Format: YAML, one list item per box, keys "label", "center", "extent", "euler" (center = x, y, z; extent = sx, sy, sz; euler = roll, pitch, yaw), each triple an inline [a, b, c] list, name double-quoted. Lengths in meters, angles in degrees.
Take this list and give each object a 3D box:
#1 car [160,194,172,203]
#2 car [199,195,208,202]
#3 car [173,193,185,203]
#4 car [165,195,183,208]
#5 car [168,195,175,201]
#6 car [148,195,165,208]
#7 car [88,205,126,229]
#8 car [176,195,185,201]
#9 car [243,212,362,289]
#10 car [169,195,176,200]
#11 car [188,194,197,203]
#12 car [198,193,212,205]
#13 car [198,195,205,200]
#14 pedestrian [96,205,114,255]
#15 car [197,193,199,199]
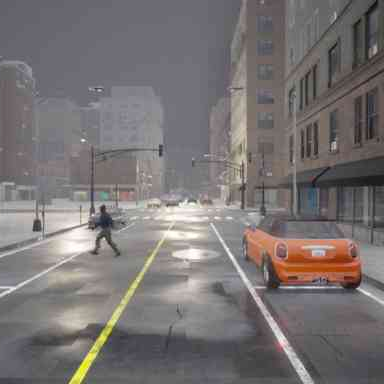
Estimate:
- label: "car"
  center: [-5.408, 1.320, 70.997]
  extent: [2.192, 1.841, 5.009]
  euler: [0, 0, 0]
- label: "car"
  center: [2.615, 1.531, 76.831]
  extent: [1.752, 1.417, 4.829]
  euler: [0, 0, 0]
- label: "car"
  center: [-2.794, 1.529, 66.170]
  extent: [1.812, 1.442, 4.674]
  euler: [0, 0, 0]
- label: "car"
  center: [-2.861, 1.549, 49.229]
  extent: [2.033, 1.411, 5.357]
  euler: [0, 0, 0]
- label: "car"
  center: [-5.413, 1.589, 87.983]
  extent: [1.802, 1.307, 4.206]
  euler: [0, 0, 0]
- label: "car"
  center: [-5.401, 1.527, 48.179]
  extent: [1.752, 1.417, 4.829]
  euler: [0, 0, 0]
- label: "car"
  center: [-5.394, 1.551, 21.504]
  extent: [2.008, 1.369, 4.403]
  euler: [0, 0, 0]
- label: "car"
  center: [-2.774, 1.520, 81.204]
  extent: [2.033, 1.411, 5.357]
  euler: [0, 0, 0]
- label: "car"
  center: [2.747, 1.351, 9.352]
  extent: [2.097, 1.767, 4.553]
  euler: [0, 0, 0]
- label: "car"
  center: [-5.415, 1.533, 93.475]
  extent: [1.752, 1.417, 4.829]
  euler: [0, 0, 0]
- label: "car"
  center: [0.078, 1.605, 67.624]
  extent: [1.895, 1.301, 4.718]
  euler: [0, 0, 0]
- label: "car"
  center: [2.620, 1.443, 59.675]
  extent: [1.967, 1.590, 4.097]
  euler: [0, 0, 0]
- label: "car"
  center: [2.610, 1.559, 93.647]
  extent: [2.008, 1.369, 4.403]
  euler: [0, 0, 0]
- label: "pedestrian"
  center: [-2.971, 1.293, 11.353]
  extent: [0.375, 1.860, 0.375]
  euler: [0, 0, -8]
- label: "car"
  center: [2.619, 1.319, 65.337]
  extent: [2.192, 1.841, 5.009]
  euler: [0, 0, 0]
